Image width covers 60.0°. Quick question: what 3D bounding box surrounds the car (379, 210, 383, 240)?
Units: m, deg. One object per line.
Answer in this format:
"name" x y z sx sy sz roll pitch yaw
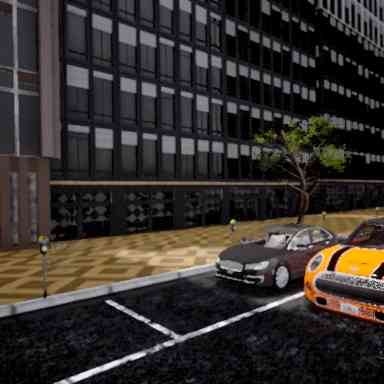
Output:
"car" 11.180 1.525 16.416 4.403 1.369 2.008 0 -1 -40

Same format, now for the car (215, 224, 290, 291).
"car" 2.533 1.576 9.038 4.403 1.369 2.008 0 -1 -40

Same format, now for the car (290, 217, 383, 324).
"car" 4.332 1.348 7.028 4.553 1.767 2.097 0 0 -40
